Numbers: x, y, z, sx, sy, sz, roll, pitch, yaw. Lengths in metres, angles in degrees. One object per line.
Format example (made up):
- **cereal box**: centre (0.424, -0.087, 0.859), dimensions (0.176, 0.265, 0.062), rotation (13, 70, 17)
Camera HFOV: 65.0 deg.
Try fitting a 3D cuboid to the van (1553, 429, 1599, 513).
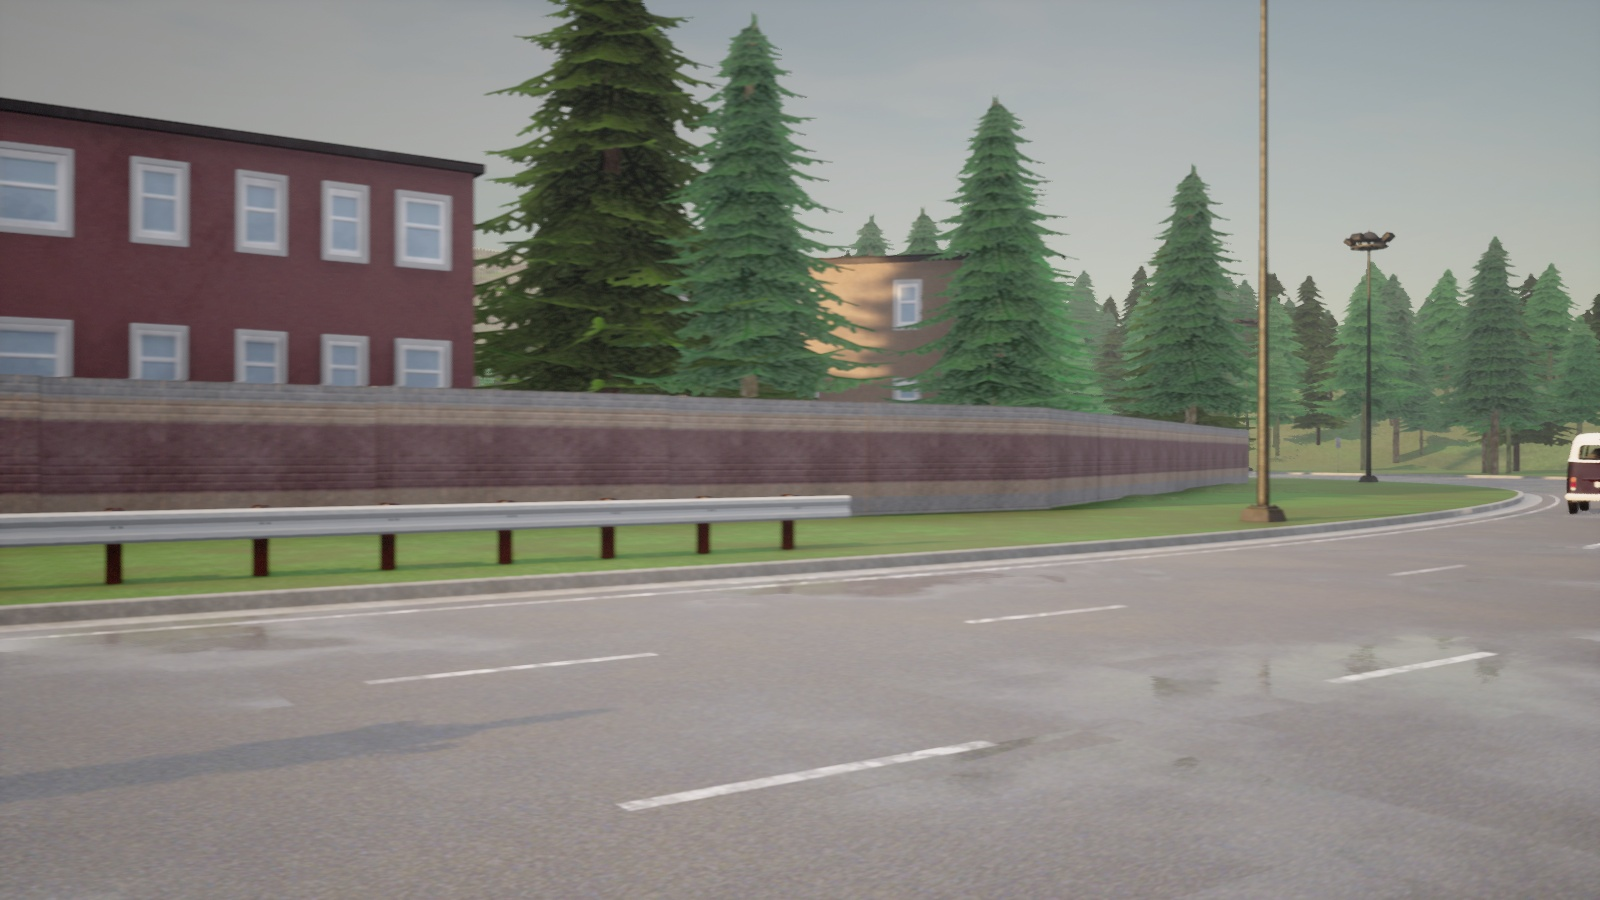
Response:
- **van**: centre (20.800, 0.504, 32.179), dimensions (2.069, 2.038, 4.480), rotation (0, 0, 38)
